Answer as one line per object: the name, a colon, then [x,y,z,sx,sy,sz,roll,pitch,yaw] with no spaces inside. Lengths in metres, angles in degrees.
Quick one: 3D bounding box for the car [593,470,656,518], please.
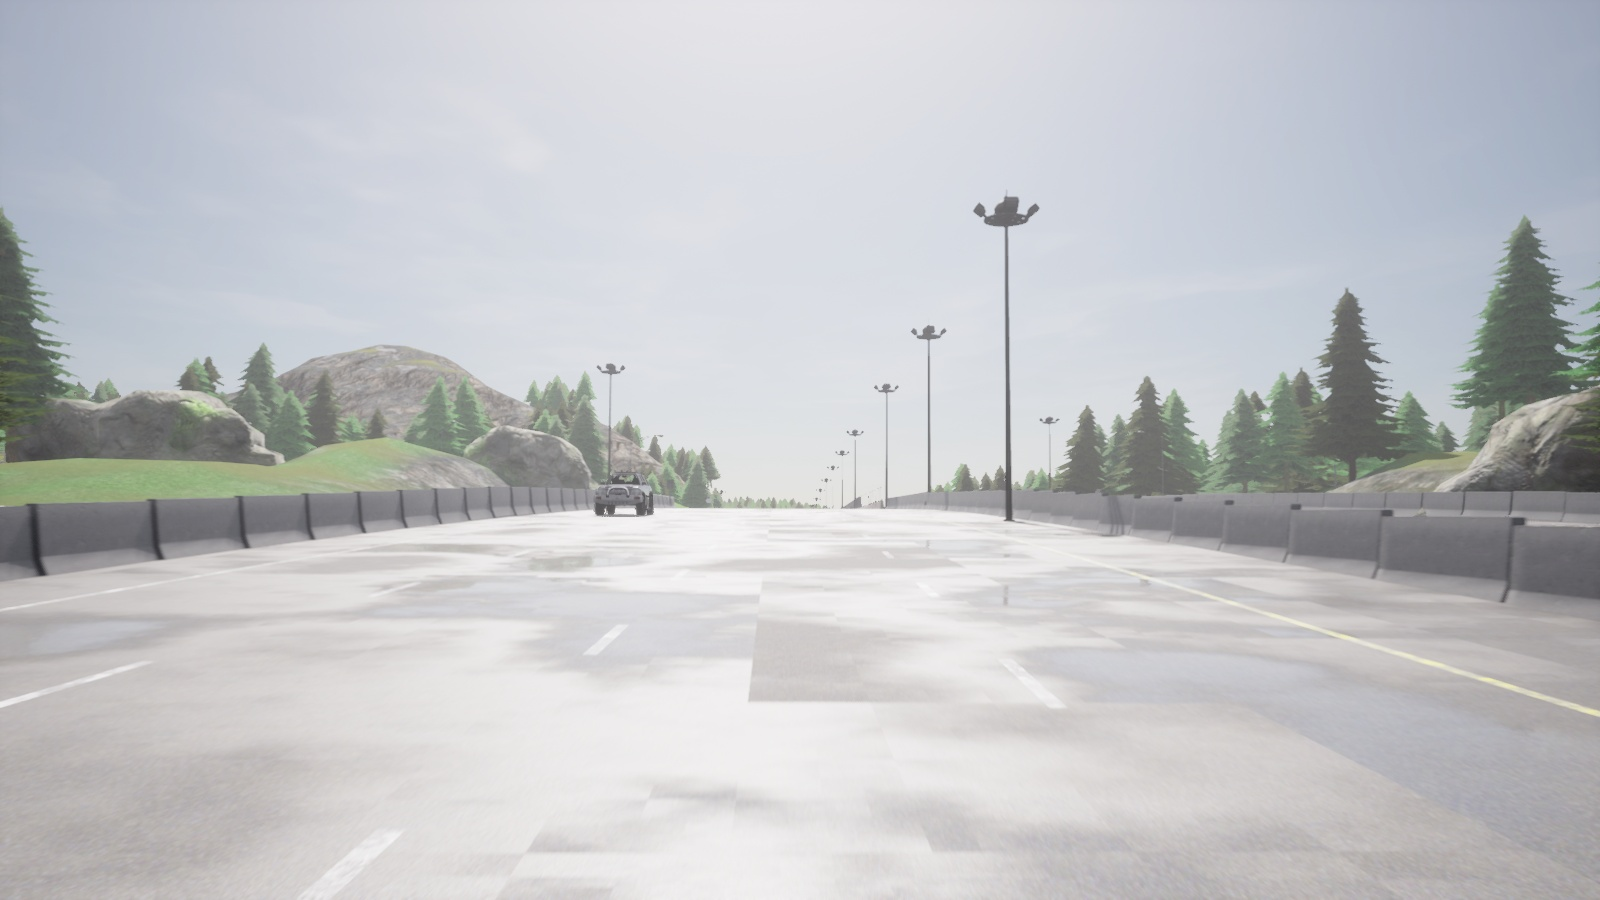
car: [-7.125,1.800,51.370,1.932,1.855,4.605,0,-2,0]
